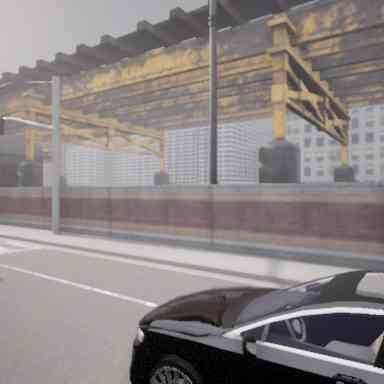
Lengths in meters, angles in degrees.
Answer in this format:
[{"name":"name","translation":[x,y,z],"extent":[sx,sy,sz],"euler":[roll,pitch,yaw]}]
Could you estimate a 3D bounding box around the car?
[{"name":"car","translation":[1.571,1.491,2.872],"extent":[4.902,1.511,2.128],"euler":[0,0,36]}]
